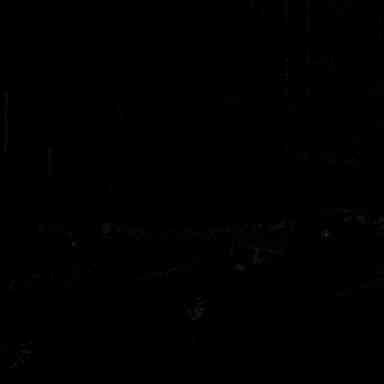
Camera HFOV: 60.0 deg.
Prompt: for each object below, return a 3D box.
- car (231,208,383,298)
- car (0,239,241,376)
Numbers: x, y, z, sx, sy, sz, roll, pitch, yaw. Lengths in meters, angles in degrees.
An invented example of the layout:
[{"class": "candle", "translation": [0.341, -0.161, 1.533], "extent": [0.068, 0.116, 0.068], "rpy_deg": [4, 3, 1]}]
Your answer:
[{"class": "car", "translation": [3.111, 1.386, 8.875], "extent": [5.009, 1.841, 2.192], "rpy_deg": [1, -1, -36]}, {"class": "car", "translation": [-1.478, 1.584, 5.598], "extent": [4.313, 1.339, 1.947], "rpy_deg": [1, -1, -36]}]
